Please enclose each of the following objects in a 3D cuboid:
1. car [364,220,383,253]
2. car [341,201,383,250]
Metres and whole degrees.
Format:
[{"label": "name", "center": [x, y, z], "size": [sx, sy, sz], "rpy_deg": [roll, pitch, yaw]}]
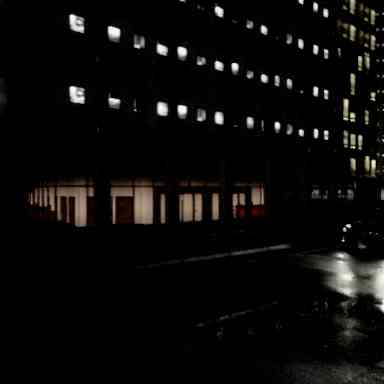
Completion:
[{"label": "car", "center": [6.815, 1.531, 8.545], "size": [4.902, 1.511, 2.128], "rpy_deg": [0, 0, -35]}, {"label": "car", "center": [8.009, 1.404, 13.391], "size": [4.553, 1.767, 2.097], "rpy_deg": [0, 0, -35]}]
